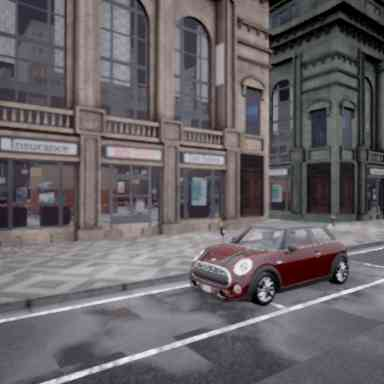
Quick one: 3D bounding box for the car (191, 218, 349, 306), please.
[{"bbox_3d":[1.940,1.481,8.043,4.097,1.590,1.967,0,0,-36],"label":"car"}]
